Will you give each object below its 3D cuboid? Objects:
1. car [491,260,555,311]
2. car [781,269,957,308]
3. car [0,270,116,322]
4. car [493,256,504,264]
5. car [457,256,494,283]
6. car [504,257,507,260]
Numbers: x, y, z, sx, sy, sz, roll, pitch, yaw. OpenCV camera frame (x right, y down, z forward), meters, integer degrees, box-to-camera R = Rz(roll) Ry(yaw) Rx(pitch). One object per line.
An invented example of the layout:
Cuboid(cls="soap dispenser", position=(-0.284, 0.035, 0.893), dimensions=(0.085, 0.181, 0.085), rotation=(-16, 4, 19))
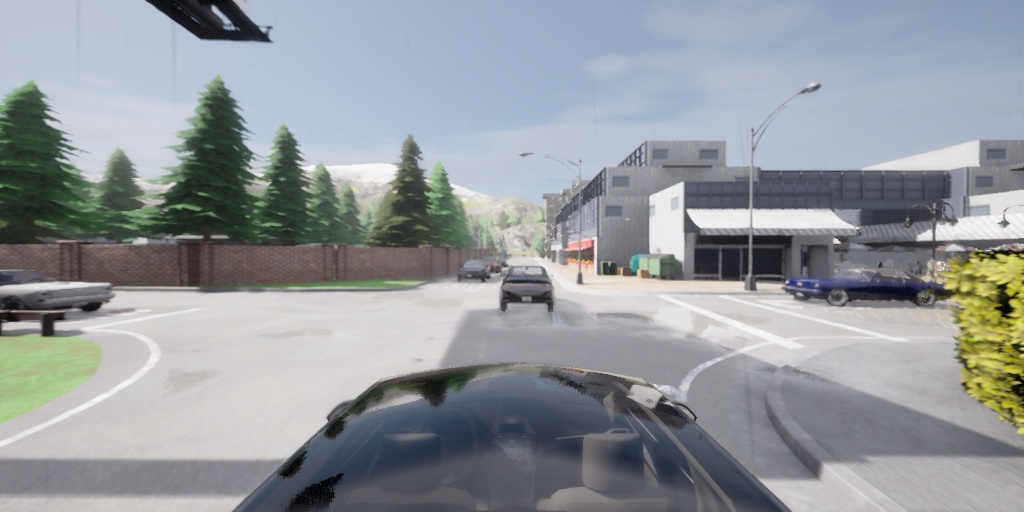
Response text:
Cuboid(cls="car", position=(0.569, 1.104, 13.633), dimensions=(2.128, 1.511, 4.902), rotation=(0, 1, 2))
Cuboid(cls="car", position=(12.833, 1.120, 13.164), dimensions=(4.718, 1.301, 1.895), rotation=(0, 1, 3))
Cuboid(cls="car", position=(-14.356, 1.043, 10.128), dimensions=(4.718, 1.301, 1.895), rotation=(0, 1, 1))
Cuboid(cls="car", position=(-2.217, 0.783, 35.827), dimensions=(2.097, 1.767, 4.553), rotation=(0, 1, 2))
Cuboid(cls="car", position=(-2.644, 0.999, 25.772), dimensions=(1.882, 1.535, 5.008), rotation=(0, 1, 2))
Cuboid(cls="car", position=(-1.645, 0.820, 48.948), dimensions=(1.837, 1.490, 4.892), rotation=(0, 0, 3))
